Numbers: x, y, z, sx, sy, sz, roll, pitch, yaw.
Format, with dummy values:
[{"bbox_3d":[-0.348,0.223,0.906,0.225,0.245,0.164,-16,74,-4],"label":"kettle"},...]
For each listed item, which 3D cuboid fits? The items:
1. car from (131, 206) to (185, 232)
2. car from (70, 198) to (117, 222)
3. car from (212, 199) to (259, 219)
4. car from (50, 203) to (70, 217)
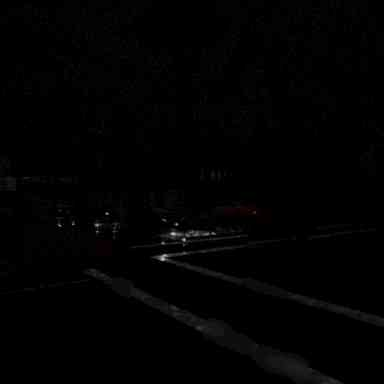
[{"bbox_3d":[-2.311,1.641,21.318,1.812,1.442,4.674,0,-1,-37],"label":"car"},{"bbox_3d":[-8.740,1.513,29.873,2.150,2.045,5.566,0,-1,-37],"label":"car"},{"bbox_3d":[3.941,1.645,30.858,1.882,1.535,5.008,0,-1,-37],"label":"car"},{"bbox_3d":[-15.015,2.052,38.234,1.812,1.442,4.674,0,-1,-37],"label":"car"}]
